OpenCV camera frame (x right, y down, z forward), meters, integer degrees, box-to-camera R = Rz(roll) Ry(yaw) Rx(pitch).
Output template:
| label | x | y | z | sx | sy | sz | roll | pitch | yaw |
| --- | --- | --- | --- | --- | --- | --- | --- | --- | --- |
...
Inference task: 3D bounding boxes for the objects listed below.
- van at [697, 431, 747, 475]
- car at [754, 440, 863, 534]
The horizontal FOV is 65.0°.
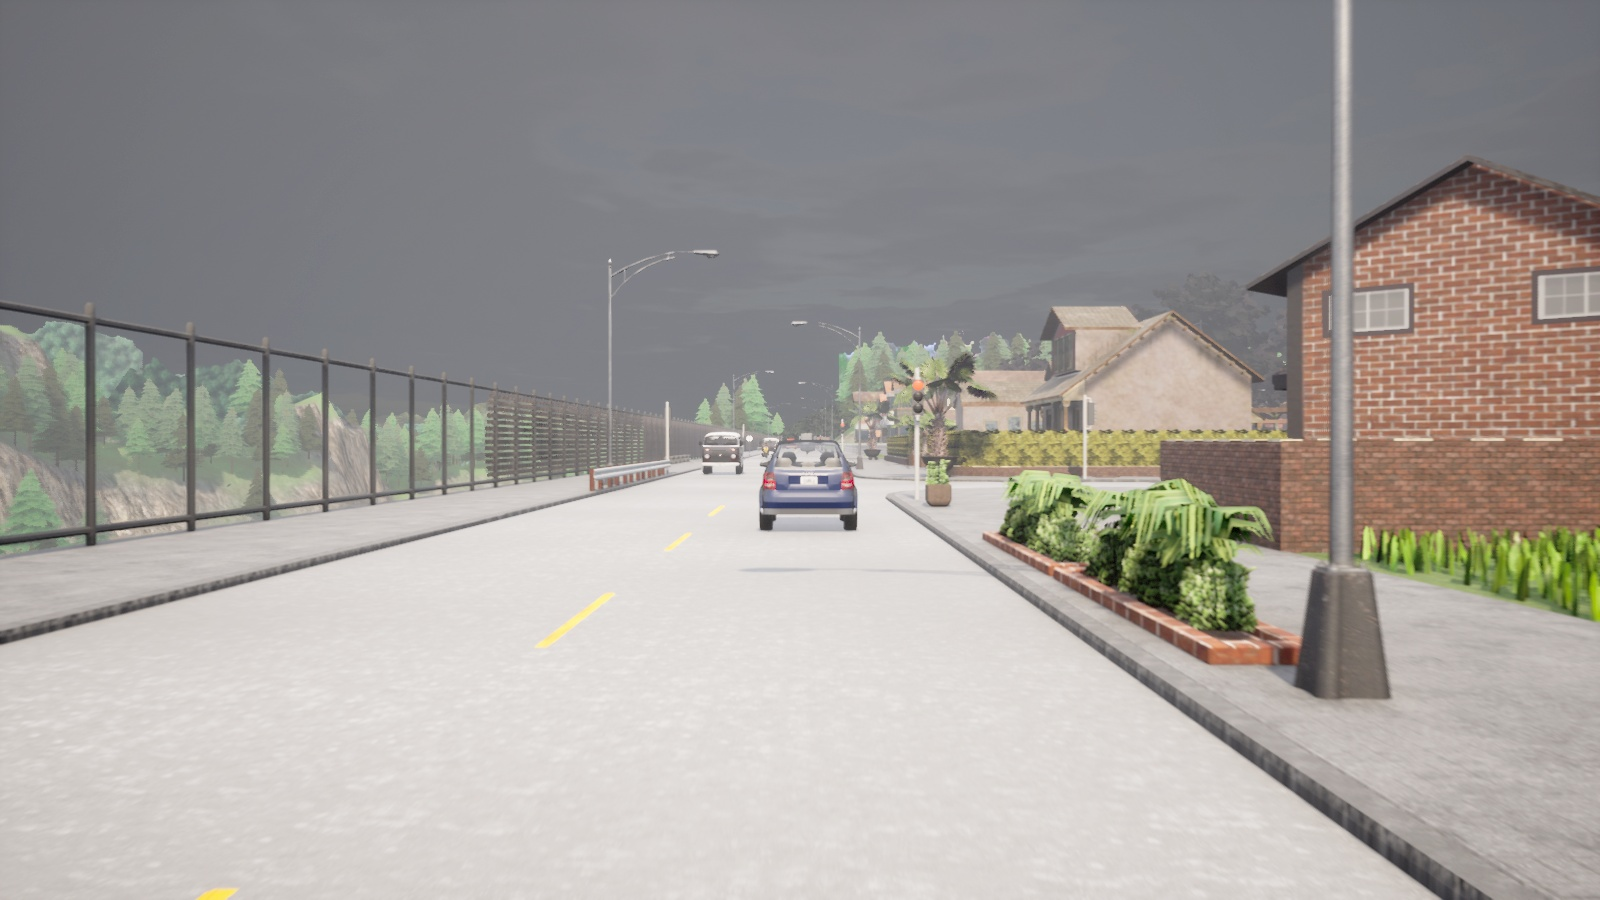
| label | x | y | z | sx | sy | sz | roll | pitch | yaw |
| --- | --- | --- | --- | --- | --- | --- | --- | --- | --- |
| van | -3.645 | 0.133 | 59.474 | 2.069 | 2.038 | 4.480 | 0 | 0 | 0 |
| car | 0.144 | 0.599 | 22.464 | 1.789 | 1.549 | 3.705 | 0 | 0 | 0 |
